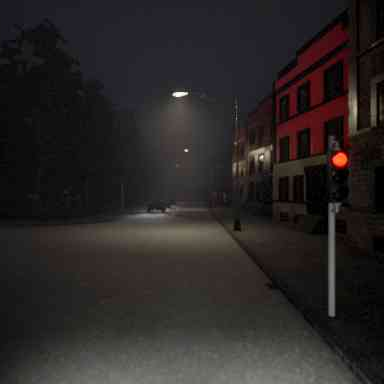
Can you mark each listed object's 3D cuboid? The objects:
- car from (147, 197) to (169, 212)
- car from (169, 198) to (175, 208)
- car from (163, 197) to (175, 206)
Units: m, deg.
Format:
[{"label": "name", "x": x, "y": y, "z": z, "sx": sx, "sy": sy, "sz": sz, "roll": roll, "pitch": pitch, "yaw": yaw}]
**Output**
[{"label": "car", "x": -4.049, "y": 1.626, "z": 38.689, "sx": 1.895, "sy": 1.301, "sz": 4.718, "roll": 0, "pitch": 0, "yaw": 0}, {"label": "car", "x": -4.032, "y": 1.523, "z": 48.068, "sx": 2.128, "sy": 1.511, "sz": 4.902, "roll": 0, "pitch": 0, "yaw": 0}, {"label": "car", "x": -3.993, "y": 1.640, "z": 58.524, "sx": 1.895, "sy": 1.301, "sz": 4.718, "roll": 0, "pitch": 0, "yaw": 0}]
